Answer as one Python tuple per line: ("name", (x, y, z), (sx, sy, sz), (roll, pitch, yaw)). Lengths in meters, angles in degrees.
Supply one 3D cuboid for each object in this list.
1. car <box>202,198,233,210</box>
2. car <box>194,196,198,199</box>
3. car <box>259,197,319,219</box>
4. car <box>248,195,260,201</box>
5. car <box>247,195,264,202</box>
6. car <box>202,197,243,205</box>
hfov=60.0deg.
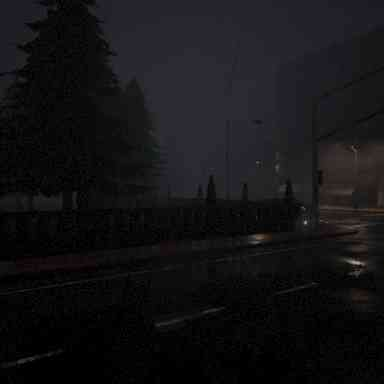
("car", (3.218, 1.492, 43.078), (2.033, 1.411, 5.357), (0, 0, -20))
("car", (1.166, 1.435, 52.923), (2.128, 1.511, 4.902), (0, 0, -5))
("car", (8.150, 1.297, 27.497), (2.097, 1.767, 4.553), (0, 0, -33))
("car", (8.113, 1.422, 33.953), (1.882, 1.535, 5.008), (0, 0, -32))
("car", (14.868, 1.469, 77.593), (1.812, 1.442, 4.674), (0, 0, 40))
("car", (3.056, 1.492, 35.480), (2.033, 1.411, 5.357), (0, 0, -30))
